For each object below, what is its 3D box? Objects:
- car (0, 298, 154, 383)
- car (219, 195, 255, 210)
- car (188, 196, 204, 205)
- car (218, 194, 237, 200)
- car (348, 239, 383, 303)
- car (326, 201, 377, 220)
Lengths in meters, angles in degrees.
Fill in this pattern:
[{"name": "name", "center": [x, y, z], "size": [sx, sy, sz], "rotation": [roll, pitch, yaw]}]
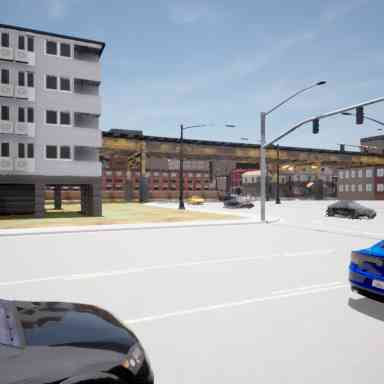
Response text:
[{"name": "car", "center": [-2.428, 1.564, 2.750], "size": [4.181, 1.385, 1.994], "rotation": [0, 0, -32]}, {"name": "car", "center": [6.174, 1.548, 44.485], "size": [2.033, 1.411, 5.357], "rotation": [0, 0, -26]}, {"name": "car", "center": [0.643, 1.478, 57.127], "size": [1.882, 1.535, 5.008], "rotation": [0, 0, -14]}, {"name": "car", "center": [8.259, 1.540, 78.709], "size": [2.033, 1.411, 5.357], "rotation": [0, 0, 40]}, {"name": "car", "center": [5.550, 1.478, 6.903], "size": [5.008, 1.535, 1.882], "rotation": [0, 0, -25]}, {"name": "car", "center": [13.445, 1.526, 28.342], "size": [1.812, 1.442, 4.674], "rotation": [0, 0, -16]}]
